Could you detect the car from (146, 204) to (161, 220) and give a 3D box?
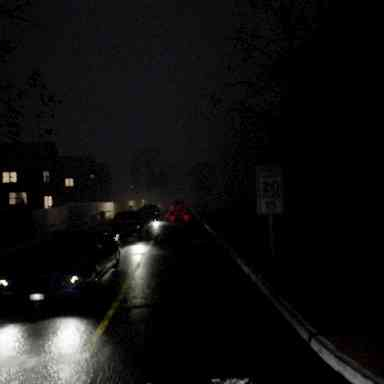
[{"bbox_3d":[-4.120,1.941,32.786,1.882,1.535,5.008,-2,-1,-2],"label":"car"}]

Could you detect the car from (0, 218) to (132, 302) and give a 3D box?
[{"bbox_3d":[-3.191,1.731,9.260,2.033,1.411,5.357,-2,-1,-2],"label":"car"}]

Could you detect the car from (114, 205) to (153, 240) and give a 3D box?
[{"bbox_3d":[-3.585,1.778,19.127,1.882,1.535,5.008,-2,0,-2],"label":"car"}]

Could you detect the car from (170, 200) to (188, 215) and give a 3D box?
[{"bbox_3d":[-1.606,1.813,40.681,2.097,1.767,4.553,-2,-1,-2],"label":"car"}]

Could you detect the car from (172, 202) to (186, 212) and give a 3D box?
[{"bbox_3d":[-2.001,2.183,50.752,1.895,1.301,4.718,-2,-1,-2],"label":"car"}]
